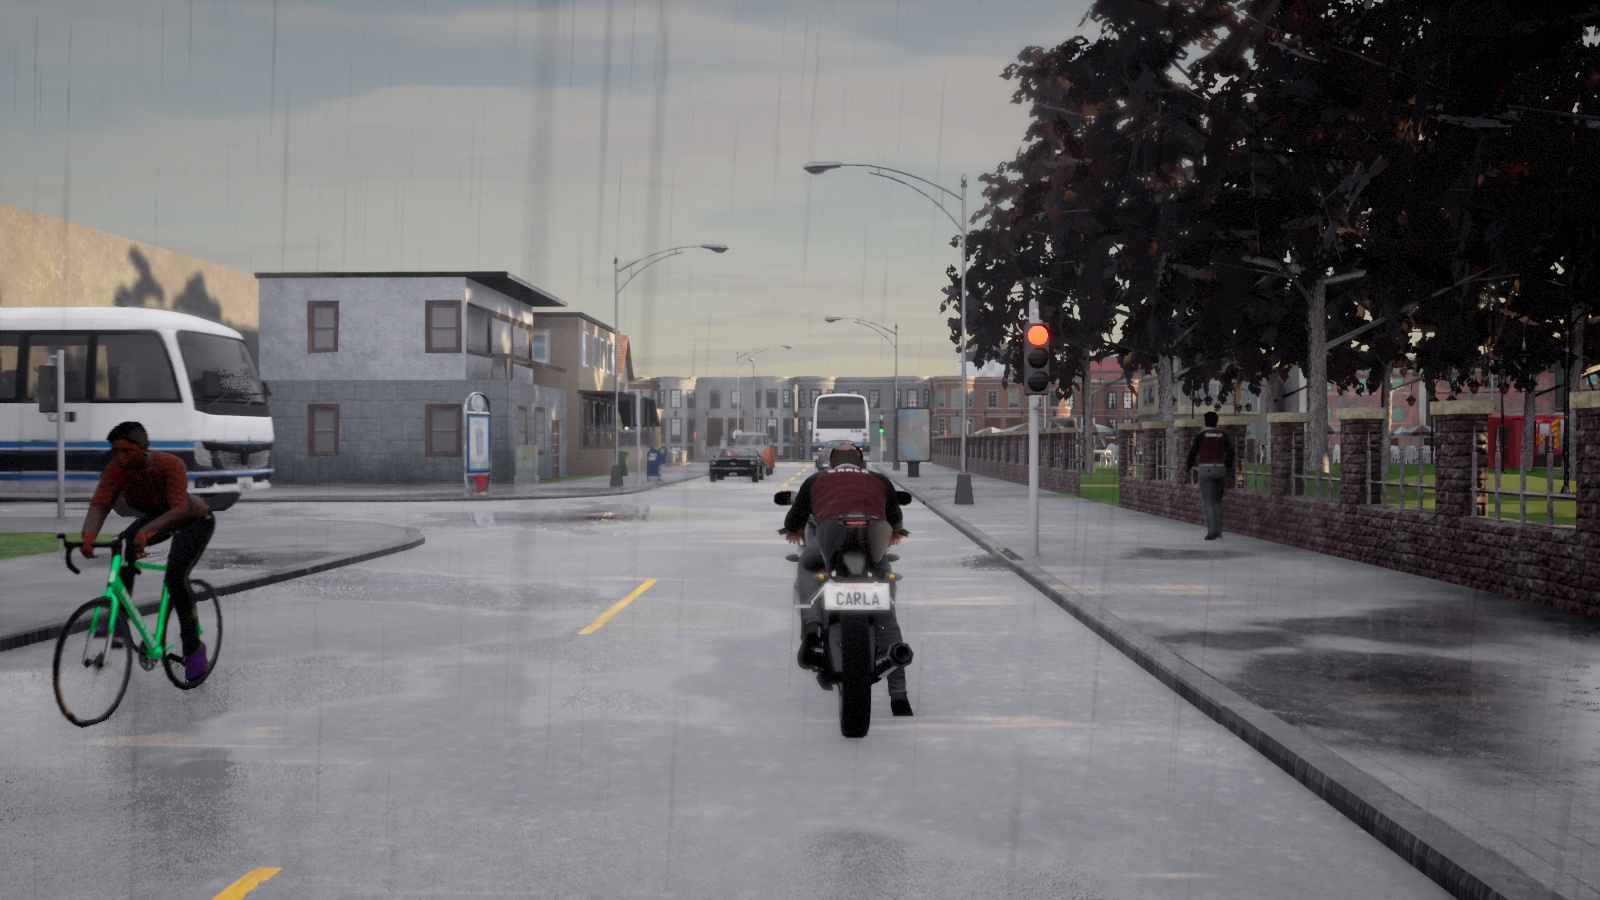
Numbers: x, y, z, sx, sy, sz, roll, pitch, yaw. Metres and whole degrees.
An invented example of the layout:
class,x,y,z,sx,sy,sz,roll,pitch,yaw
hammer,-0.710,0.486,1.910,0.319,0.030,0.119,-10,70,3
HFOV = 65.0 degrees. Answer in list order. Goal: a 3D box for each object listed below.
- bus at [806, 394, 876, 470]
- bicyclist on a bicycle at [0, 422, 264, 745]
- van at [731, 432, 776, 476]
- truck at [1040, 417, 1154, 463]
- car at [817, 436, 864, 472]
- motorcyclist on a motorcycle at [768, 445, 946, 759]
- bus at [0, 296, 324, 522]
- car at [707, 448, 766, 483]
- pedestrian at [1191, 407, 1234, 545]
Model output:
class,x,y,z,sx,sy,sz,roll,pitch,yaw
bus,2.430,-1.056,75.837,3.944,4.253,10.273,0,0,1
bicyclist on a bicycle,-3.724,0.656,7.115,0.582,1.620,1.656,0,1,3
van,-2.134,0.169,58.141,1.775,1.987,4.442,0,0,2
truck,22.212,-0.750,94.248,7.936,3.462,2.891,0,0,2
car,1.957,0.183,60.956,2.152,1.651,5.027,0,0,2
motorcyclist on a motorcycle,0.271,0.741,7.237,0.866,1.530,2.191,0,0,0
bus,-15.641,-0.788,25.763,10.273,4.253,3.944,0,0,2
car,-2.426,0.568,49.116,1.895,1.301,4.718,0,0,2
pedestrian,5.886,0.360,17.946,0.402,1.930,0.666,0,0,2
